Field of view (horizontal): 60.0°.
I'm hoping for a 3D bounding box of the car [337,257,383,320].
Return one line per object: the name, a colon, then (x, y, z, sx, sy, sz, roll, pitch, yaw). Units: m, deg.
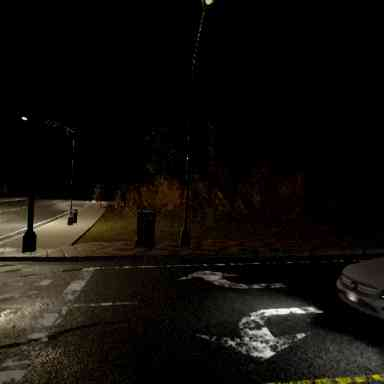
car: (5.064, 1.528, 6.049, 4.674, 1.442, 1.812, 0, 0, -8)
